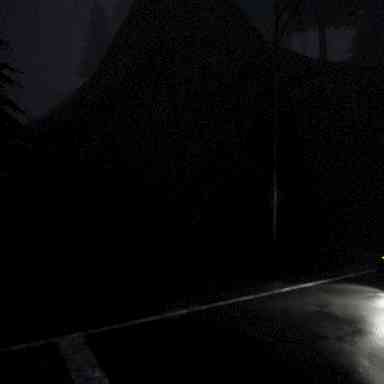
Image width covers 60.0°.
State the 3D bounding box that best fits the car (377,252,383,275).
[{"bbox_3d":[6.886,1.405,8.115,5.357,1.411,2.033,0,2,-30],"label":"car"}]
